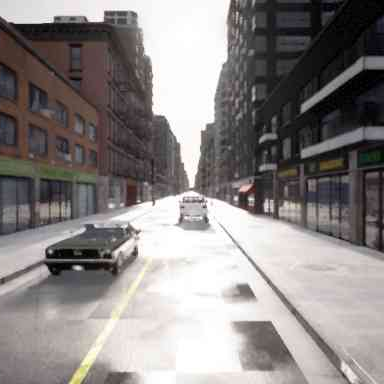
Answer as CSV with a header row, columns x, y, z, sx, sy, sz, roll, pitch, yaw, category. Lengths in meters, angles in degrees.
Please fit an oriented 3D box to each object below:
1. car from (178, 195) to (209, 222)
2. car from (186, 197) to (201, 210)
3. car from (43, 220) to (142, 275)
x,y,z,sx,sy,sz,roll,pitch,yaw,category
0.118,1.203,26.020,2.150,2.045,5.566,0,1,0,car
0.130,1.441,44.163,1.882,1.535,5.008,0,0,0,car
-2.833,1.590,10.505,1.895,1.301,4.718,0,0,0,car
